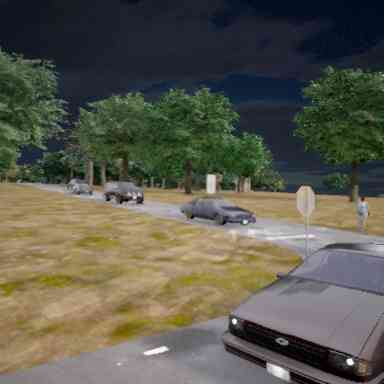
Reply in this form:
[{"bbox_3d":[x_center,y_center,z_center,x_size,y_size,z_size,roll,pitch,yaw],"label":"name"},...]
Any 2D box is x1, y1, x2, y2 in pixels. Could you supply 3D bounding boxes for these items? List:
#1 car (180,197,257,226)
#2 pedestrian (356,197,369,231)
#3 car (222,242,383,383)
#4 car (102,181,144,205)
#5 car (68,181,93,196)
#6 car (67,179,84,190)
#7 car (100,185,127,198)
[{"bbox_3d":[1.298,1.014,18.995,2.033,1.411,5.357,2,1,-32],"label":"car"},{"bbox_3d":[9.340,1.161,18.238,0.375,1.860,0.375,5,-3,-33],"label":"pedestrian"},{"bbox_3d":[2.839,1.599,5.491,5.357,1.411,2.033,1,-1,-45],"label":"car"},{"bbox_3d":[-6.426,0.051,31.107,2.150,2.045,5.566,2,1,-33],"label":"car"},{"bbox_3d":[-14.383,-0.324,43.611,1.837,1.490,4.892,2,1,-32],"label":"car"},{"bbox_3d":[-20.531,-1.256,59.087,2.150,2.045,5.566,2,2,-33],"label":"car"},{"bbox_3d":[-10.126,-0.100,42.804,1.837,1.490,4.892,2,2,-33],"label":"car"}]
